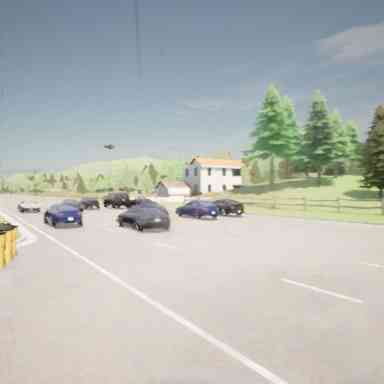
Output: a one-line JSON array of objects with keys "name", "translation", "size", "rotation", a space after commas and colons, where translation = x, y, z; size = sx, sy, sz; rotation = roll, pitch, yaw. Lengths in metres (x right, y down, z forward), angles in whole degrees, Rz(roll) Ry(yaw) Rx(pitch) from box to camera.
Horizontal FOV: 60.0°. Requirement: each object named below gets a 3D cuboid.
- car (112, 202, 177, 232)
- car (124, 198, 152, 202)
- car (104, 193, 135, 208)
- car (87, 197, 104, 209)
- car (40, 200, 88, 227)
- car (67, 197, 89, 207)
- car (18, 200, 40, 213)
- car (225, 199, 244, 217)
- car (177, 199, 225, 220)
[{"name": "car", "translation": [-2.990, 1.515, 19.988], "size": [1.994, 1.385, 4.181], "rotation": [0, 0, -33]}, {"name": "car", "translation": [-3.680, 1.496, 27.515], "size": [1.994, 1.385, 4.181], "rotation": [0, 0, -33]}, {"name": "car", "translation": [-9.940, 1.133, 43.687], "size": [2.150, 2.045, 5.566], "rotation": [0, 0, -33]}, {"name": "car", "translation": [-13.207, 1.435, 42.295], "size": [1.837, 1.490, 4.892], "rotation": [0, 0, -33]}, {"name": "car", "translation": [-8.735, 1.495, 22.438], "size": [1.812, 1.442, 4.674], "rotation": [0, 0, -33]}, {"name": "car", "translation": [-13.118, 1.497, 35.697], "size": [2.033, 1.411, 5.357], "rotation": [0, 0, -33]}, {"name": "car", "translation": [-18.302, 1.569, 37.277], "size": [1.895, 1.301, 4.718], "rotation": [0, 0, -33]}, {"name": "car", "translation": [2.724, 1.400, 30.499], "size": [1.837, 1.490, 4.892], "rotation": [0, 0, -33]}, {"name": "car", "translation": [0.405, 1.439, 27.637], "size": [1.812, 1.442, 4.674], "rotation": [0, 0, -33]}]
